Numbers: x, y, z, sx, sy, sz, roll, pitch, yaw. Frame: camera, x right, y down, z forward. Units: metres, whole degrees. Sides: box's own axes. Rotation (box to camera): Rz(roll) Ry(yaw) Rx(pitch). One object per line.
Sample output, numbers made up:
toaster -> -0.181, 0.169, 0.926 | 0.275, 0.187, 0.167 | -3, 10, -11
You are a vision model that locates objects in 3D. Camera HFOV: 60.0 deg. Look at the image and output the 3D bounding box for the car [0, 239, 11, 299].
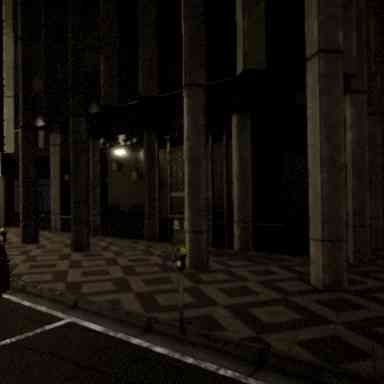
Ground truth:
car -> -5.786, 1.405, 6.976 | 5.009, 1.841, 2.192 | -1, -1, 35
